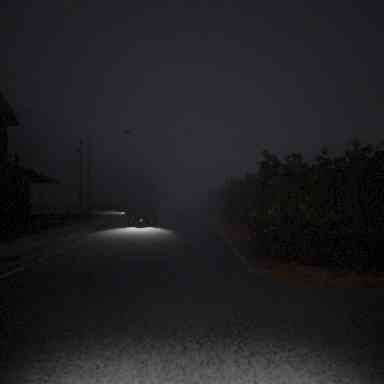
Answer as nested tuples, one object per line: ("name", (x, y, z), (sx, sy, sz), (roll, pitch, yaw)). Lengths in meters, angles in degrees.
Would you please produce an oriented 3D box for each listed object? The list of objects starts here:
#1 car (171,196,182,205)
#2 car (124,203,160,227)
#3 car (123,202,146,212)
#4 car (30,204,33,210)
("car", (-3.464, 1.930, 75.310), (2.150, 2.045, 5.566), (0, -1, 0))
("car", (-3.495, 1.799, 24.869), (1.994, 1.385, 4.181), (0, -1, 0))
("car", (-6.157, 1.924, 39.862), (4.181, 1.385, 1.994), (0, -1, 14))
("car", (-21.701, 1.841, 39.960), (4.902, 1.511, 2.128), (0, -1, -1))
